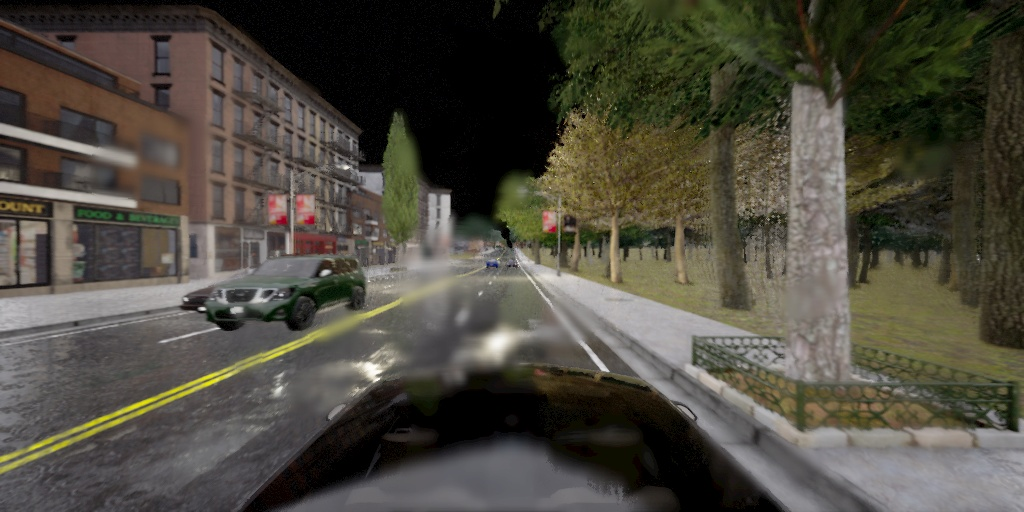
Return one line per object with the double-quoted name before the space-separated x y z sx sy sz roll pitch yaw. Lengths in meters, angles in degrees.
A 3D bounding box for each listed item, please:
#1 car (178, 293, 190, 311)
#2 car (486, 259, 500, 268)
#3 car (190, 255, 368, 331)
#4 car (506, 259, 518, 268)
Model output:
"car" -9.798 1.299 14.067 2.033 1.411 5.357 0 0 0
"car" -3.254 1.239 59.709 1.882 1.535 5.008 0 0 0
"car" -6.567 0.974 11.382 2.150 2.045 5.566 0 0 1
"car" -0.004 1.360 60.155 1.895 1.301 4.718 0 0 0
